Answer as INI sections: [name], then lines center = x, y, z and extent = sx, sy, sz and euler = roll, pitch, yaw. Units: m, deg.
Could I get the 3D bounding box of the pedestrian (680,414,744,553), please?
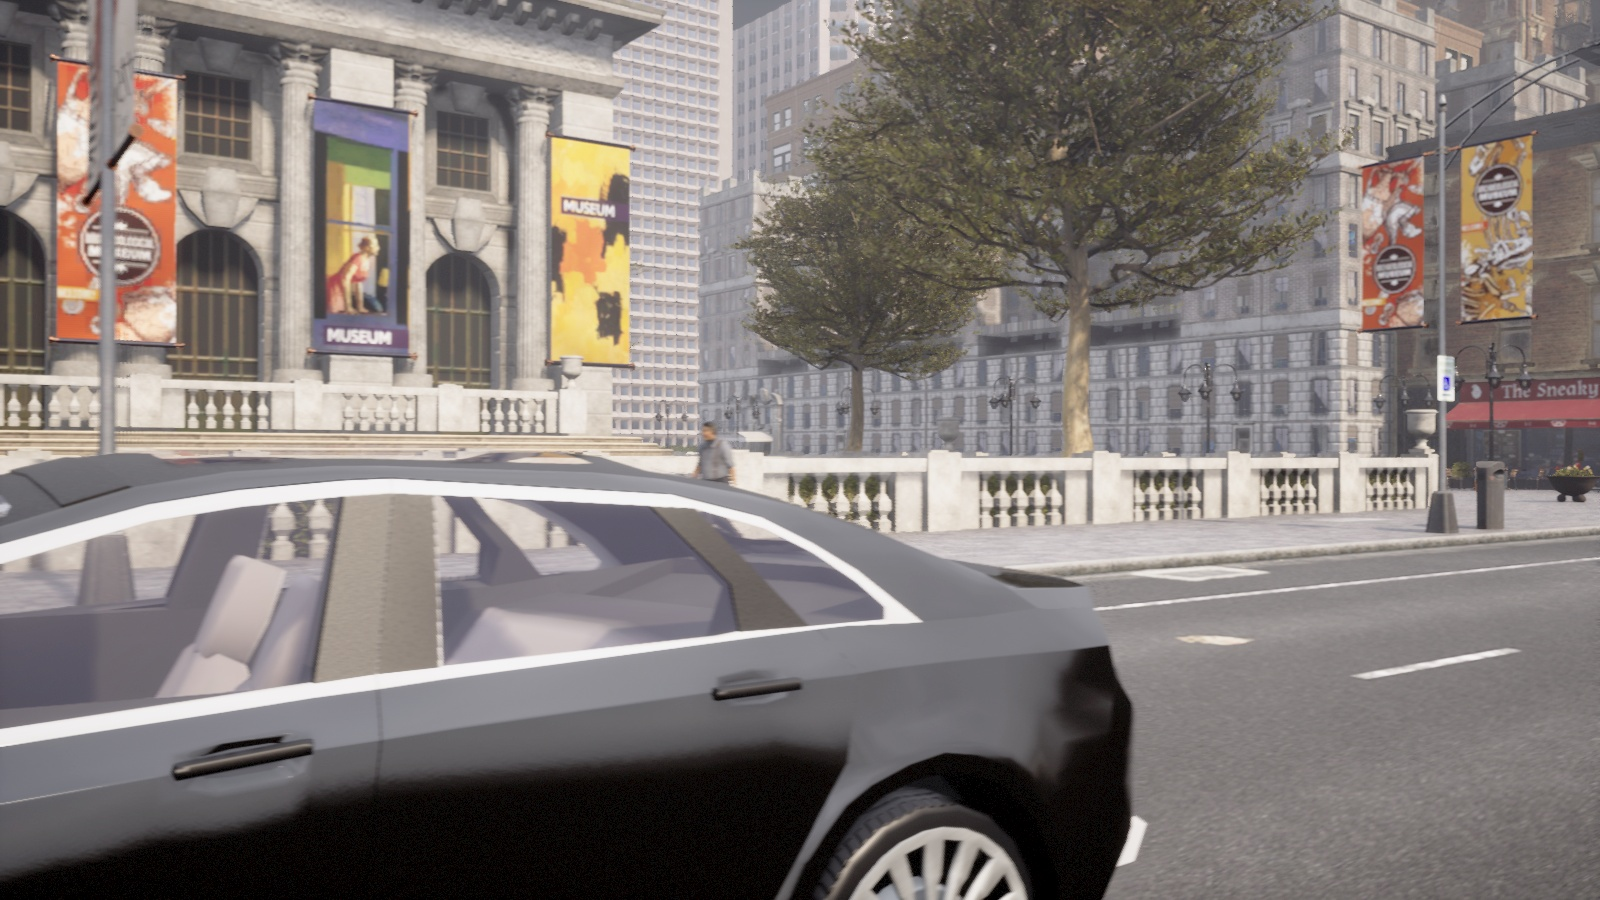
[pedestrian]
center = -1.202, 0.446, 17.184
extent = 0.694, 1.848, 0.540
euler = 0, 0, -40

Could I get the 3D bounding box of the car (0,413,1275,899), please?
[car]
center = -1.386, 0.711, 2.707
extent = 4.902, 1.511, 2.128
euler = 0, 0, -35
